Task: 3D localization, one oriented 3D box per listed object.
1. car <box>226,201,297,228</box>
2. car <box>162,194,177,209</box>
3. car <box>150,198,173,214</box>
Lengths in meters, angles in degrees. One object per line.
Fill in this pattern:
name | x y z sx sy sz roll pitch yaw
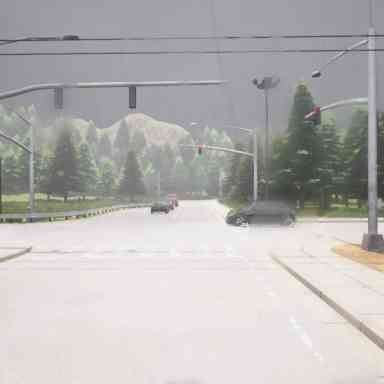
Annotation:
car | 4.588 1.408 22.347 4.553 1.767 2.097 0 0 3
car | -3.528 1.486 44.729 2.097 1.767 4.553 0 0 0
car | -3.551 1.717 37.606 1.895 1.301 4.718 0 0 0
